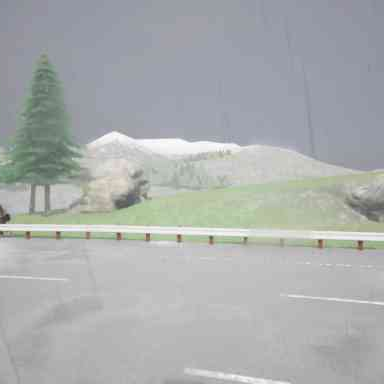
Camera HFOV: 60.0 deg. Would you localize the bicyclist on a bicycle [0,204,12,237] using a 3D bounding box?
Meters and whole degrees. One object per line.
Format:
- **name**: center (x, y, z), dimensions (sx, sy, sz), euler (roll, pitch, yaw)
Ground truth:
- **bicyclist on a bicycle**: center (-9.205, 1.432, 16.097), dimensions (0.582, 1.620, 1.656), euler (1, -4, 5)
